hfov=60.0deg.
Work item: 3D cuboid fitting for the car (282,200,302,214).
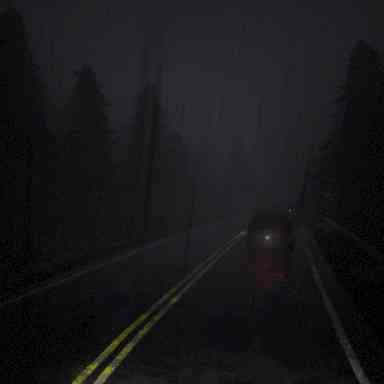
[{"bbox_3d":[11.074,1.659,36.974,1.837,1.490,4.892,-1,-1,20],"label":"car"}]

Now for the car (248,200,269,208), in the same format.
[{"bbox_3d":[7.498,1.684,37.266,1.882,1.535,5.008,-1,-1,20],"label":"car"}]

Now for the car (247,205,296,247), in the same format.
[{"bbox_3d":[3.671,1.559,15.329,1.837,1.490,4.892,-1,0,16],"label":"car"}]
